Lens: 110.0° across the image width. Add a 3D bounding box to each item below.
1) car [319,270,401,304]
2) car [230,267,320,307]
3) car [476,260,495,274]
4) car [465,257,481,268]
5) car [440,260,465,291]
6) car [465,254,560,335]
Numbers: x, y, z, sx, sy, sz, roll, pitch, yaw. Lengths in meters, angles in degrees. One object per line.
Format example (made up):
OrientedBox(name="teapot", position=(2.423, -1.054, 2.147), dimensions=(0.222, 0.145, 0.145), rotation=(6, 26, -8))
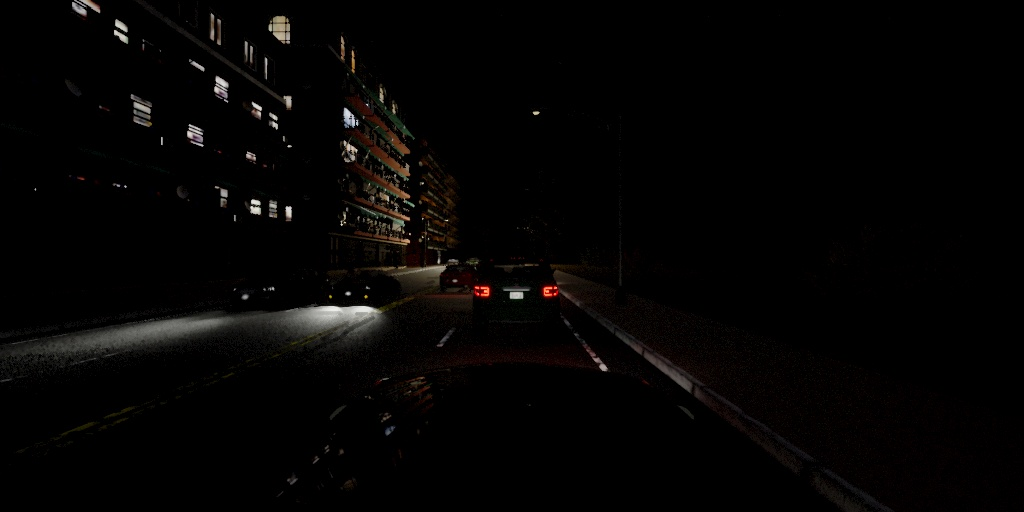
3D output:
OrientedBox(name="car", position=(-6.563, 1.316, 16.352), dimensions=(1.994, 1.385, 4.181), rotation=(0, 0, 0))
OrientedBox(name="car", position=(-9.816, 1.243, 15.649), dimensions=(2.128, 1.511, 4.902), rotation=(0, 0, 0))
OrientedBox(name="car", position=(-3.047, 1.229, 42.810), dimensions=(1.882, 1.535, 5.008), rotation=(0, 0, 0))
OrientedBox(name="car", position=(-6.434, 1.101, 59.544), dimensions=(2.097, 1.767, 4.553), rotation=(0, 0, 0))
OrientedBox(name="car", position=(-3.100, 1.230, 21.992), dimensions=(1.882, 1.535, 5.008), rotation=(0, 0, 0))
OrientedBox(name="car", position=(0.116, 0.973, 10.693), dimensions=(2.150, 2.045, 5.566), rotation=(0, 0, 0))
